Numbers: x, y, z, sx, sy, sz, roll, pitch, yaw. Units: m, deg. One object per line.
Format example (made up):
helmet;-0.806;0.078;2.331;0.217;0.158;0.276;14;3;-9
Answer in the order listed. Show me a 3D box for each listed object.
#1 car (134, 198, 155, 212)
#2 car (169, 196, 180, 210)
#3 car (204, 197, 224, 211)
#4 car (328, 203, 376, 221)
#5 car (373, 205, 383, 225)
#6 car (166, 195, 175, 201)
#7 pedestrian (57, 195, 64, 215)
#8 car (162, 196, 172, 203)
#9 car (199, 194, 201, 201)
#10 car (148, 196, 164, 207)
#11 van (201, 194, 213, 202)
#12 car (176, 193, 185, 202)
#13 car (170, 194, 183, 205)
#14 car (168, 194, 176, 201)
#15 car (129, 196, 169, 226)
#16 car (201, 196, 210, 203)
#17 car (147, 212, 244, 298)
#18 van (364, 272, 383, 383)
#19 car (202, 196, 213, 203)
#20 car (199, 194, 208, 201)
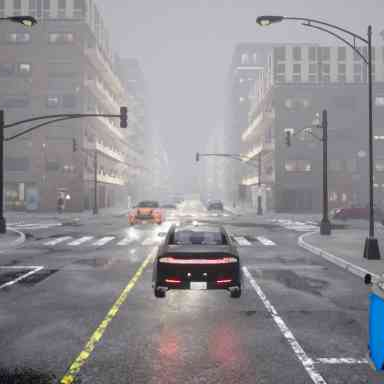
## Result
car;-5.577;1.539;39.796;1.752;1.417;4.829;1;0;0
car;-2.992;1.563;43.681;2.033;1.411;5.357;0;0;0
car;2.802;1.580;39.946;1.947;1.339;4.313;1;0;0
car;13.712;1.608;28.104;4.097;1.590;1.967;0;-1;1
car;13.587;1.583;19.722;4.313;1.339;1.947;0;-1;1
car;-5.466;1.587;85.107;2.008;1.369;4.403;1;0;0
pedestrian;-12.461;1.217;31.425;0.375;1.860;0.375;0;-1;1
car;-5.494;1.575;73.822;1.887;1.381;4.507;1;0;0
car;2.873;1.552;68.328;1.752;1.417;4.829;1;0;0
car;-5.548;1.459;51.252;1.967;1.590;4.097;1;0;0
van;2.847;1.362;56.873;1.690;1.788;3.998;1;0;0
car;-2.817;1.239;73.929;2.150;2.045;5.566;0;0;0
car;-2.935;1.548;58.444;1.812;1.442;4.674;0;0;0
car;-5.450;1.480;90.750;1.967;1.590;4.097;1;0;0
car;-3.041;1.360;23.478;2.097;1.767;4.553;0;0;0
car;2.885;1.612;73.801;1.802;1.307;4.206;1;0;0
car;0.122;1.494;8.488;2.128;1.511;4.902;0;0;0
van;2.679;1.342;1.999;1.690;1.788;3.998;1;0;0
car;2.816;1.567;45.588;2.008;1.369;4.403;1;0;0
car;2.918;1.352;85.086;2.192;1.841;5.009;1;0;0
